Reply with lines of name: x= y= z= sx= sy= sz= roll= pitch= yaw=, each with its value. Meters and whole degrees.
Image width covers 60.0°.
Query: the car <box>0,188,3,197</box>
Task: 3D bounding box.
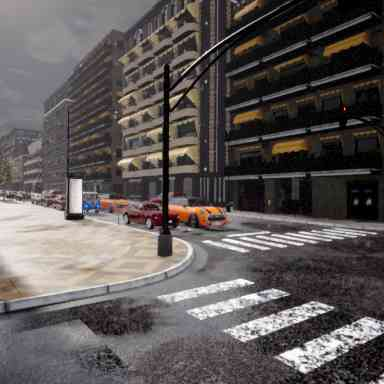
car: x=-39.078 y=0.301 z=69.341 sx=2.008 sy=1.369 sz=4.403 roll=2 pitch=0 yaw=-36

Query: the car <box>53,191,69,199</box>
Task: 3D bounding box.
car: x=-25.747 y=0.529 z=65.277 sx=1.752 sy=1.417 sz=4.829 roll=2 pitch=0 yaw=-36

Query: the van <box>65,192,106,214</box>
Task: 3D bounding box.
van: x=-9.090 y=0.881 z=28.197 sx=1.690 sy=1.788 sz=3.998 roll=2 pitch=0 yaw=-36

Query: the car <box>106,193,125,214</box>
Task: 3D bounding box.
car: x=-6.829 y=0.922 z=29.476 sx=2.097 sy=1.767 sz=4.553 roll=1 pitch=0 yaw=-36

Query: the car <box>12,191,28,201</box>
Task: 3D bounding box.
car: x=-25.749 y=0.541 z=51.055 sx=1.967 sy=1.590 sz=4.097 roll=2 pitch=0 yaw=-36

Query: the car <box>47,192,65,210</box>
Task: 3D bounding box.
car: x=-12.427 y=0.997 z=32.768 sx=1.887 sy=1.381 sz=4.507 roll=2 pitch=0 yaw=-36

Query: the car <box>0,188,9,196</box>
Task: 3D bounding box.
car: x=-42.402 y=-0.022 z=73.913 sx=2.192 sy=1.841 sz=5.009 roll=2 pitch=0 yaw=-36

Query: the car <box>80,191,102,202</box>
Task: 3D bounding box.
car: x=-15.650 y=0.710 z=51.425 sx=1.967 sy=1.590 sz=4.097 roll=2 pitch=0 yaw=-36

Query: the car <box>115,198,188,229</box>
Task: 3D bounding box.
car: x=-2.434 y=1.261 z=19.053 sx=1.887 sy=1.381 sz=4.507 roll=2 pitch=0 yaw=-36

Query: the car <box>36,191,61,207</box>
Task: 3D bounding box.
car: x=-15.759 y=0.909 z=37.340 sx=1.887 sy=1.381 sz=4.507 roll=2 pitch=0 yaw=-36

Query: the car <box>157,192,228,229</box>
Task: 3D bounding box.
car: x=0.110 y=1.106 z=19.902 sx=2.097 sy=1.767 sz=4.553 roll=1 pitch=0 yaw=-35

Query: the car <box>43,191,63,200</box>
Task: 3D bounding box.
car: x=-25.090 y=0.599 z=59.983 sx=2.033 sy=1.411 sz=5.357 roll=1 pitch=0 yaw=-38

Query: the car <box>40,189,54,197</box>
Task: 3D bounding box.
car: x=-32.307 y=0.272 z=74.283 sx=1.967 sy=1.590 sz=4.097 roll=2 pitch=0 yaw=-36

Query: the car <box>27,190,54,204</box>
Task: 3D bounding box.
car: x=-18.990 y=0.805 z=41.774 sx=1.752 sy=1.417 sz=4.829 roll=2 pitch=0 yaw=-36

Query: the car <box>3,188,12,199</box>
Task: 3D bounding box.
car: x=-32.416 y=0.470 z=60.198 sx=1.887 sy=1.381 sz=4.507 roll=2 pitch=0 yaw=-36

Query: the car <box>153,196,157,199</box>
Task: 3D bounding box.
car: x=-2.322 y=0.936 z=33.138 sx=2.192 sy=1.841 sz=5.009 roll=2 pitch=0 yaw=-36

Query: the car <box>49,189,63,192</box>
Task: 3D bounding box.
car: x=-18.221 y=0.620 z=45.196 sx=2.097 sy=1.767 sz=4.553 roll=1 pitch=1 yaw=-36

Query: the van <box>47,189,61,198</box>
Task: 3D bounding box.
van: x=-28.973 y=0.260 z=69.711 sx=1.690 sy=1.788 sz=3.998 roll=2 pitch=0 yaw=-36
